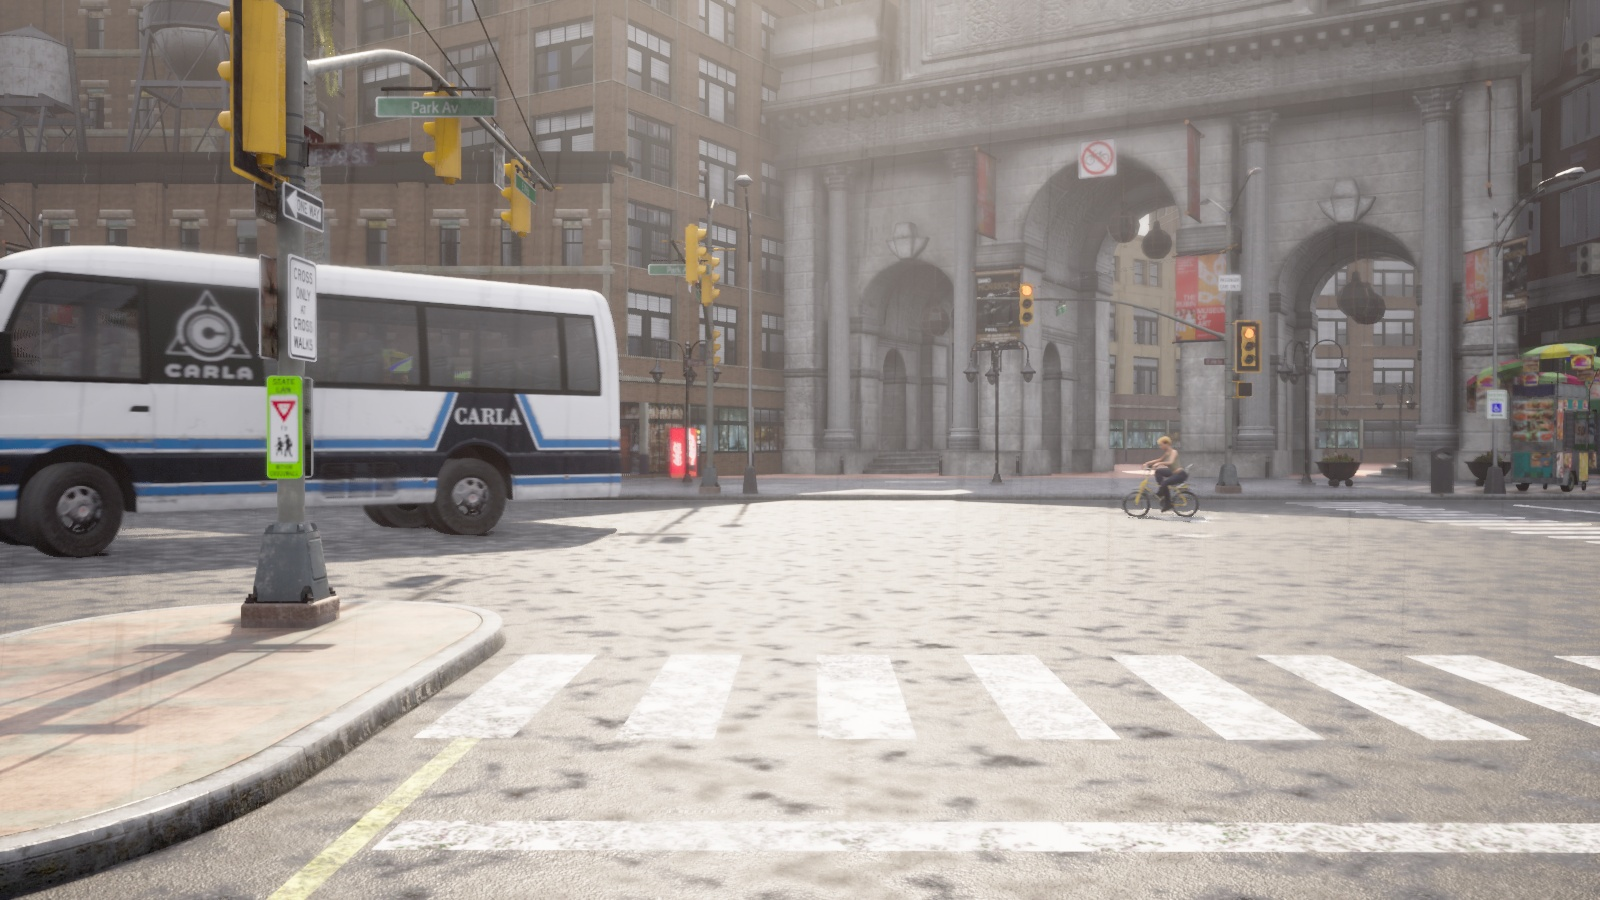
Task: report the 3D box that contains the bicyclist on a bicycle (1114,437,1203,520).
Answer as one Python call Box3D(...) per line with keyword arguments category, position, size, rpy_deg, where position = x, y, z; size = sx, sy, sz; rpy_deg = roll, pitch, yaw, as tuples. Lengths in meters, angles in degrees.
Box3D(category="bicyclist on a bicycle", position=(7.064, 0.549, 24.814), size=(1.509, 1.612, 0.866), rpy_deg=(0, 0, 1))

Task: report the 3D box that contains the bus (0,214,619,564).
Box3D(category="bus", position=(-8.204, -0.746, 19.327), size=(10.273, 4.253, 3.944), rpy_deg=(0, 0, -43))
